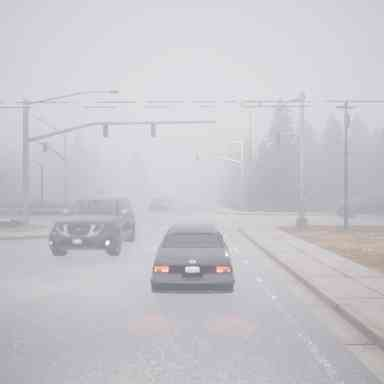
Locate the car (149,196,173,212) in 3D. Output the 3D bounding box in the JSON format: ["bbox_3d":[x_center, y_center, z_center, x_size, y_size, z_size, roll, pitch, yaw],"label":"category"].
[{"bbox_3d":[-3.688,1.352,38.068,2.097,1.767,4.553,0,0,0],"label":"car"}]

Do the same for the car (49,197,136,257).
[{"bbox_3d":[-3.627,1.214,13.261,2.150,2.045,5.566,0,0,0],"label":"car"}]

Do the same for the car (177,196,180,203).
[{"bbox_3d":[-3.502,1.504,69.186,1.837,1.490,4.892,0,0,1],"label":"car"}]

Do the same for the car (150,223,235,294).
[{"bbox_3d":[0.029,1.545,8.963,2.033,1.411,5.357,0,0,0],"label":"car"}]

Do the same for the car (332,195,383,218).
[{"bbox_3d":[15.531,1.248,29.618,5.566,2.045,2.150,0,0,1],"label":"car"}]

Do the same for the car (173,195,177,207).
[{"bbox_3d":[-3.704,1.525,52.348,1.812,1.442,4.674,0,0,0],"label":"car"}]
